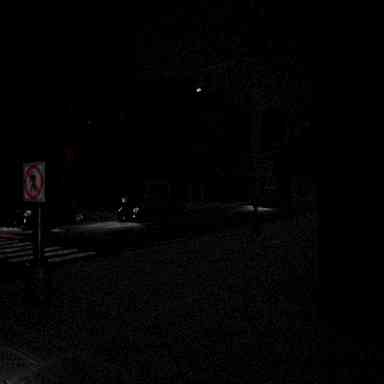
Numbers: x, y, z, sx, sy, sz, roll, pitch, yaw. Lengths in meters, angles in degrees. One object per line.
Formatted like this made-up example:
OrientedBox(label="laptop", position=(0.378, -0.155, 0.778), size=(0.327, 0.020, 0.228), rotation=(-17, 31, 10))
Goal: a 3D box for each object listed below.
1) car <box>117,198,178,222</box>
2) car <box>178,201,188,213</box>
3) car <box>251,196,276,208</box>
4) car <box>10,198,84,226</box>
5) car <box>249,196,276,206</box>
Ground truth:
OrientedBox(label="car", position=(-3.530, 1.271, 25.450), size=(2.097, 1.767, 4.553), rotation=(0, 0, 35))
OrientedBox(label="car", position=(-2.236, 1.461, 32.905), size=(1.994, 1.385, 4.181), rotation=(0, 0, 35))
OrientedBox(label="car", position=(9.537, 1.330, 43.857), size=(1.837, 1.490, 4.892), rotation=(0, 0, 36))
OrientedBox(label="car", position=(-9.653, 1.303, 22.428), size=(2.097, 1.767, 4.553), rotation=(0, 0, 35))
OrientedBox(label="car", position=(10.961, 1.347, 51.383), size=(2.033, 1.411, 5.357), rotation=(0, 0, 35))
